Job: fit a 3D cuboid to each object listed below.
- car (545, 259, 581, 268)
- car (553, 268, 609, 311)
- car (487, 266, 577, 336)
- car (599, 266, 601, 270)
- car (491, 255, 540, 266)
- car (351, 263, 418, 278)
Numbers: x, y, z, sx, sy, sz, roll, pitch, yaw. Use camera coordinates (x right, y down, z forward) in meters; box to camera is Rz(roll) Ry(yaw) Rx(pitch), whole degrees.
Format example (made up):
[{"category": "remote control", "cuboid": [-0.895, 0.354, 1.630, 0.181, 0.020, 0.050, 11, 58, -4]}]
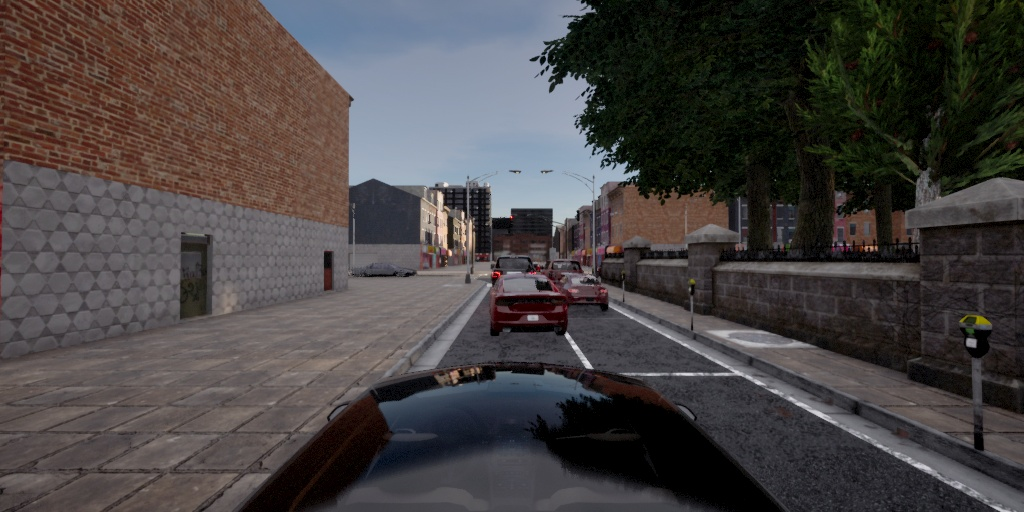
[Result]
[{"category": "car", "cuboid": [2.666, 1.074, 19.758, 2.192, 1.841, 5.009, 0, 0, 0]}, {"category": "car", "cuboid": [2.658, 1.336, 14.309, 1.802, 1.307, 4.207, 0, 0, 0]}, {"category": "car", "cuboid": [0.292, 1.230, 10.473, 1.882, 1.535, 5.008, 0, 0, -4]}, {"category": "car", "cuboid": [10.096, 1.255, 31.395, 5.008, 1.535, 1.882, 0, -1, 0]}, {"category": "car", "cuboid": [0.109, 0.979, 18.067, 2.150, 2.045, 5.566, 0, 0, 0]}, {"category": "car", "cuboid": [-11.084, 1.287, 31.352, 5.357, 1.411, 2.033, 0, -1, 0]}]
